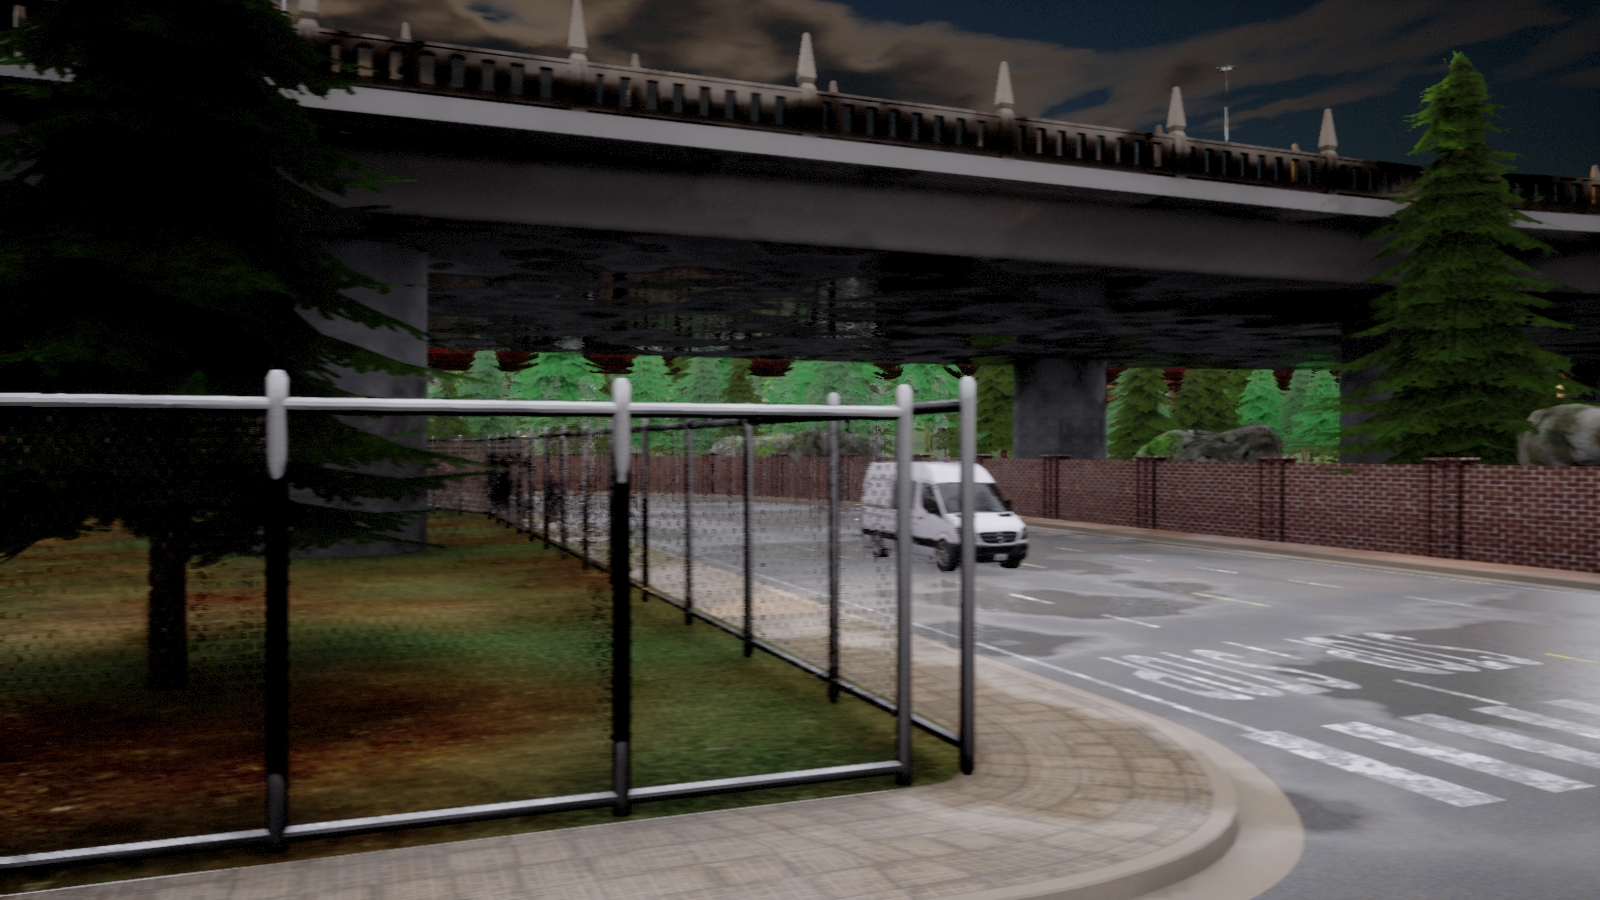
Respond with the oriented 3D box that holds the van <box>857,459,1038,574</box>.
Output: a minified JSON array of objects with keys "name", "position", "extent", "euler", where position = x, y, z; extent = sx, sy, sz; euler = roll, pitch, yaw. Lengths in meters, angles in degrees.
[{"name":"van","position":[3.562,1.531,29.023],"extent":[1.988,2.561,5.915],"euler":[0,0,-21]}]
